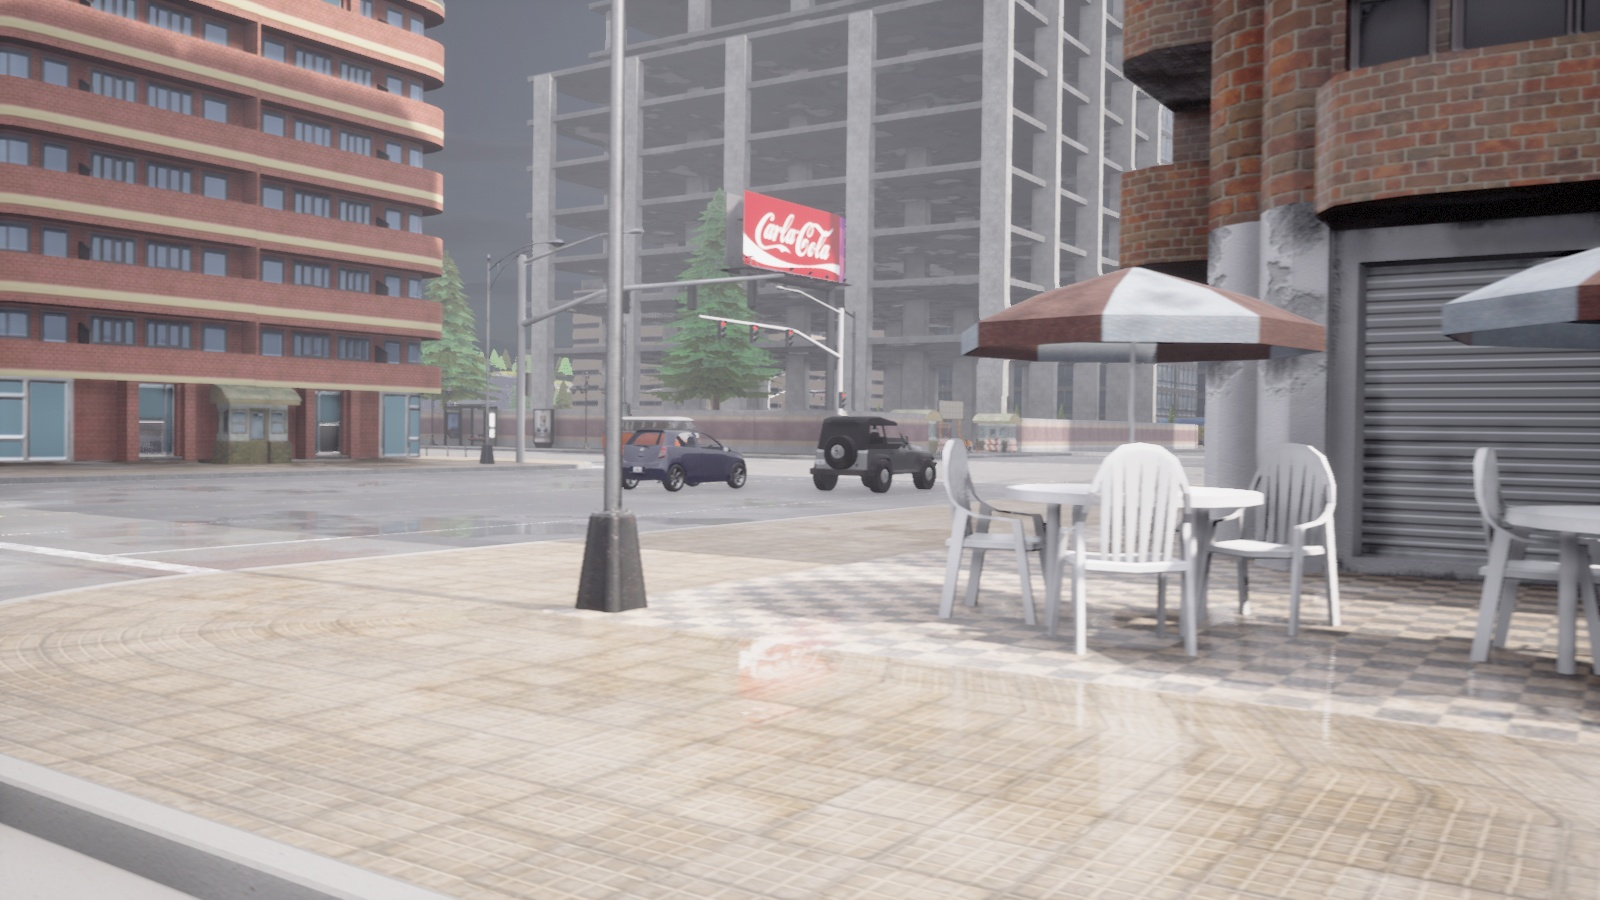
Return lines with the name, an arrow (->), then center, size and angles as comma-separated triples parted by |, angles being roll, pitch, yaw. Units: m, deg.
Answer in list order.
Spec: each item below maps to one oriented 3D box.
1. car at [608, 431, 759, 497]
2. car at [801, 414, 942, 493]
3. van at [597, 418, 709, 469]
car -> -2.825, 0.300, 31.147 | 1.845, 1.501, 3.633 | 0, 1, 34
car -> 1.879, 0.047, 31.905 | 1.905, 1.878, 3.866 | 0, 1, 34
van -> -6.068, -0.285, 51.655 | 4.442, 1.987, 1.775 | 0, 1, 33
